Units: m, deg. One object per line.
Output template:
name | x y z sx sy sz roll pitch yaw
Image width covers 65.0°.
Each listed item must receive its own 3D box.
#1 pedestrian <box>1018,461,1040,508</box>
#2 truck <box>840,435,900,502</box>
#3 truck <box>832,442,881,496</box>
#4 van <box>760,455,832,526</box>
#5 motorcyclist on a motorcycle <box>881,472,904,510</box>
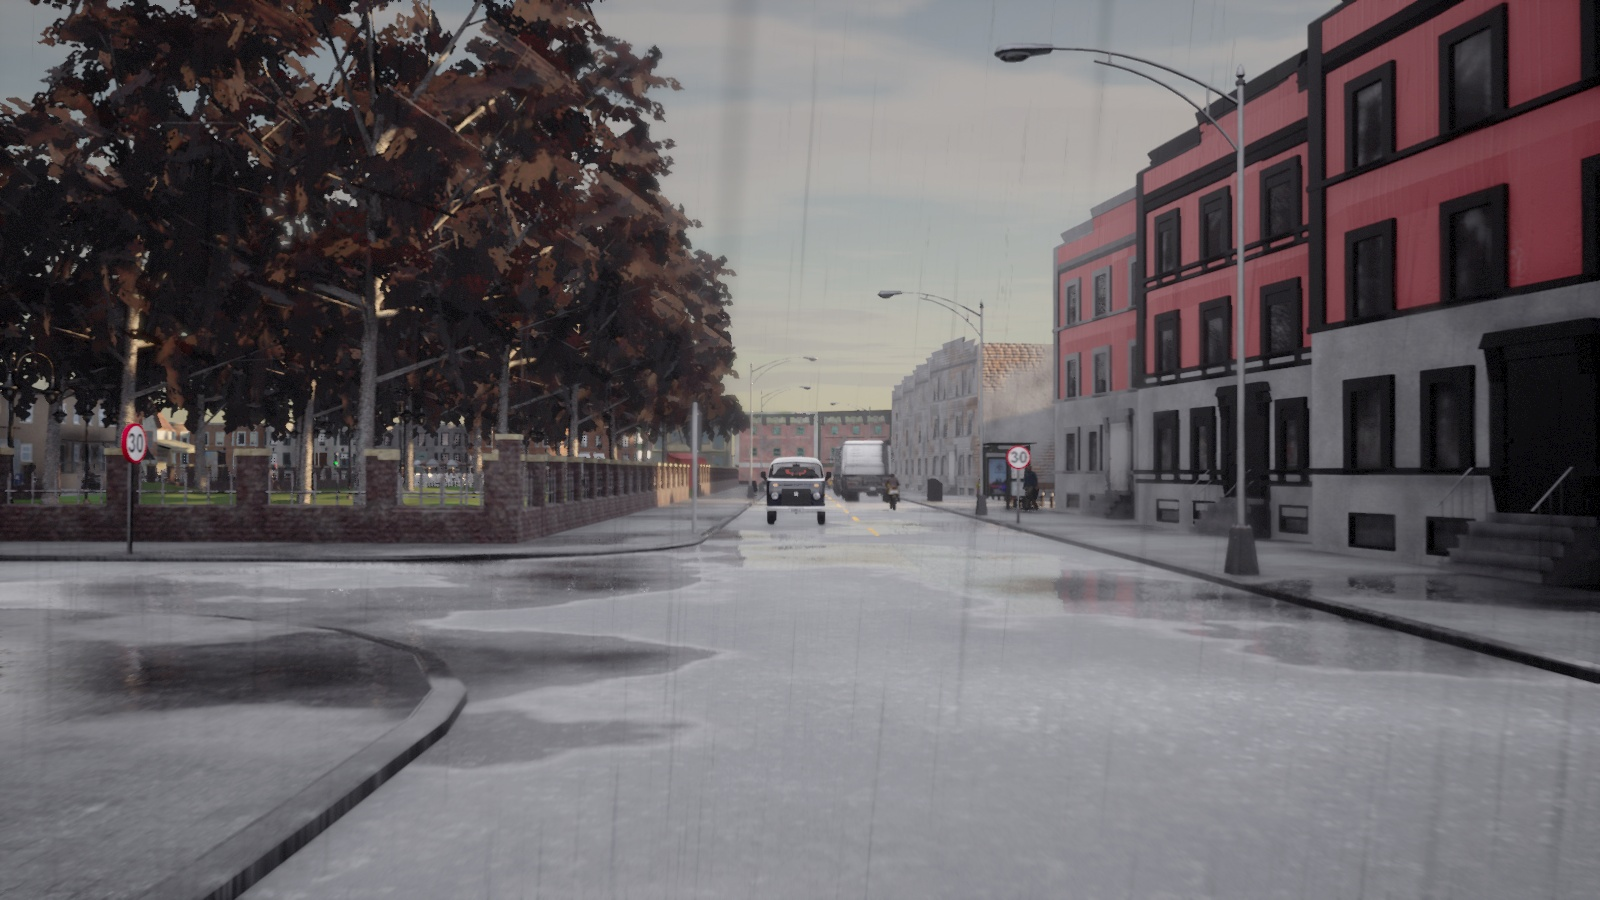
pedestrian | 8.936 1.341 48.985 0.726 1.842 0.402 0 -1 -33
truck | 3.799 1.032 69.802 2.891 3.462 7.936 0 -1 0
truck | 3.748 1.292 84.737 2.891 3.462 7.936 0 -1 0
van | -0.100 1.211 38.626 2.069 2.038 4.480 0 -1 0
motorcyclist on a motorcycle | 3.851 1.690 52.199 0.797 1.523 2.044 0 -1 0
